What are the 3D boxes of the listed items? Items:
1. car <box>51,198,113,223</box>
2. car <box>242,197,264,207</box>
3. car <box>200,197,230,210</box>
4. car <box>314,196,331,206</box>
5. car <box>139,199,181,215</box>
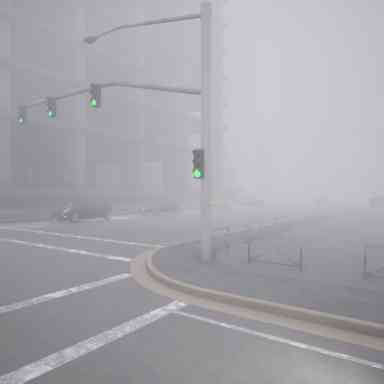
[{"bbox_3d":[-8.343,1.296,25.419,2.097,1.767,4.553,0,0,36],"label":"car"},{"bbox_3d":[9.320,1.470,50.252,1.812,1.442,4.674,0,0,36],"label":"car"},{"bbox_3d":[2.932,1.422,41.316,1.882,1.535,5.008,0,0,36],"label":"car"},{"bbox_3d":[21.834,1.422,55.558,1.882,1.535,5.008,0,0,35],"label":"car"},{"bbox_3d":[-3.078,1.436,32.843,2.128,1.511,4.902,0,0,35],"label":"car"}]
